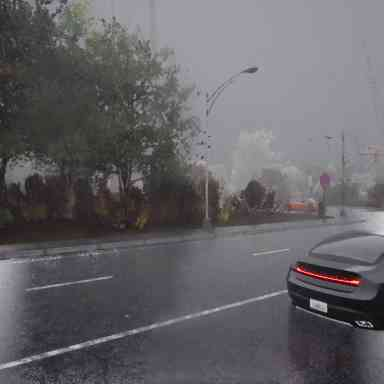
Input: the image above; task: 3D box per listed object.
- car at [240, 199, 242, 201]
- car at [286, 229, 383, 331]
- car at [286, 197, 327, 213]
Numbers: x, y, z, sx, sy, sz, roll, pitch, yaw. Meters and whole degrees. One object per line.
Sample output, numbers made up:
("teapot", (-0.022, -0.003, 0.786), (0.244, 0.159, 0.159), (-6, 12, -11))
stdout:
("car", (6.531, 1.498, 46.509), (1.837, 1.490, 4.892), (0, 0, -32))
("car", (3.923, 1.505, 6.537), (4.892, 1.490, 1.837), (0, 0, -35))
("car", (12.594, 1.352, 36.887), (2.097, 1.767, 4.553), (0, 0, -32))
